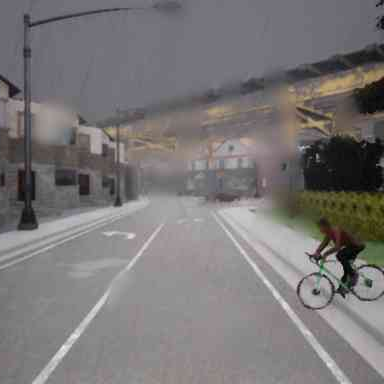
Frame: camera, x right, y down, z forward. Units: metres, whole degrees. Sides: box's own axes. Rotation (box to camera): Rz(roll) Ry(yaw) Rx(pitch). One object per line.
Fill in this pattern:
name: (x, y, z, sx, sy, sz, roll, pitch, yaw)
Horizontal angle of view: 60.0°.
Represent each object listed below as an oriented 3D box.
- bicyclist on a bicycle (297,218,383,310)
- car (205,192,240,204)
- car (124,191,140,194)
bicyclist on a bicycle: (2.628, 1.258, 5.976, 1.656, 1.620, 0.582, -9, 1, 0)
car: (4.191, 0.756, 44.953, 5.008, 1.535, 1.882, -1, 0, -30)
car: (-16.841, -0.020, 91.775, 4.974, 1.542, 2.038, 0, 1, -15)
